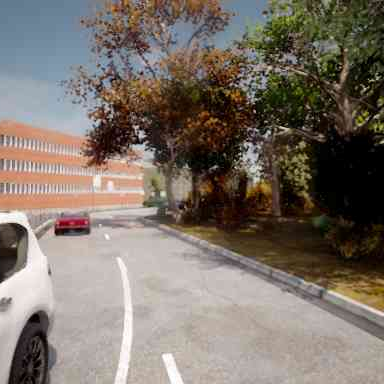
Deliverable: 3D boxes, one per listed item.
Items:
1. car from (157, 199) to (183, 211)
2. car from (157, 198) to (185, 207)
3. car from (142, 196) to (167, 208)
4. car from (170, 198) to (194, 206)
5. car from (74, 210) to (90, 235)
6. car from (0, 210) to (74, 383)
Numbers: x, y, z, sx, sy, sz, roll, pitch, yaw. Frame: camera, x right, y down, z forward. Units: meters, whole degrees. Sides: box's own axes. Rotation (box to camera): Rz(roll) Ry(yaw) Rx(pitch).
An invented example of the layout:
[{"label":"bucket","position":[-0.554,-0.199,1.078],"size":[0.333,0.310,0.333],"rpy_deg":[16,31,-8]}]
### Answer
[{"label":"car","position":[-2.538,2.016,45.856],"size":[1.895,1.301,4.718],"rpy_deg":[0,-1,21]},{"label":"car","position":[-4.018,2.028,63.986],"size":[5.008,1.535,2.097],"rpy_deg":[0,0,20]},{"label":"car","position":[-6.013,1.738,58.699],"size":[5.566,2.045,2.435],"rpy_deg":[0,0,20]},{"label":"car","position":[-2.043,2.102,69.280],"size":[4.674,1.452,2.002],"rpy_deg":[0,0,20]},{"label":"car","position":[-6.944,1.730,19.499],"size":[1.895,1.301,4.718],"rpy_deg":[0,-1,-18]},{"label":"car","position":[-2.569,1.223,1.785],"size":[2.150,2.045,5.566],"rpy_deg":[0,1,-4]}]
